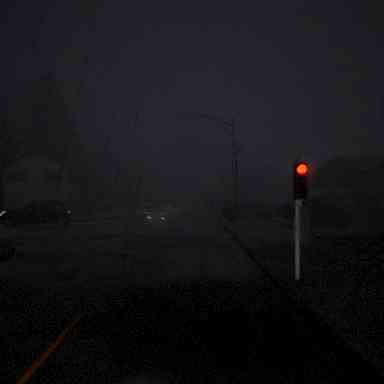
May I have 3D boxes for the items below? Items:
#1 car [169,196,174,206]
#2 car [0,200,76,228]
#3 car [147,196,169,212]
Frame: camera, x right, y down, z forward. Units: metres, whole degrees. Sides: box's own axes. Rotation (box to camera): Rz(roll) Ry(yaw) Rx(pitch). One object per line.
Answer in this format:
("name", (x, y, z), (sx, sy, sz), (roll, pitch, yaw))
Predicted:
("car", (-4.062, 1.488, 56.621), (2.128, 1.511, 4.902), (0, 0, 0))
("car", (-10.139, 1.351, 21.985), (4.553, 1.767, 2.097), (0, 0, -11))
("car", (-4.084, 1.476, 38.917), (1.882, 1.535, 5.008), (0, 0, 0))
